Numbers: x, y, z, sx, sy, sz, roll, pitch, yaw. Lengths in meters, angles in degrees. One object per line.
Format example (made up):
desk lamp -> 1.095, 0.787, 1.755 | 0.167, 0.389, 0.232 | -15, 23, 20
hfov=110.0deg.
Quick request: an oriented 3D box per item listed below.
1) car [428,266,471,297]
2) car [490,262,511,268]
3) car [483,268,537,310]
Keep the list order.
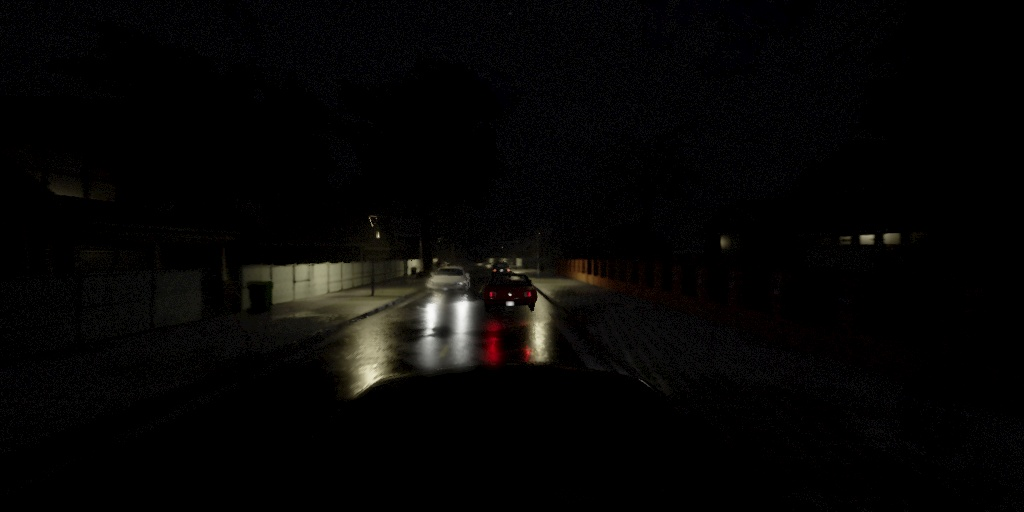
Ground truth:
car -> -3.220, 1.282, 19.169 | 1.812, 1.442, 4.674 | 0, 0, -2
car -> -1.068, 1.309, 33.824 | 2.033, 1.411, 5.357 | 0, 0, -4
car -> -0.121, 1.352, 14.550 | 1.895, 1.301, 4.718 | 0, 0, -2
